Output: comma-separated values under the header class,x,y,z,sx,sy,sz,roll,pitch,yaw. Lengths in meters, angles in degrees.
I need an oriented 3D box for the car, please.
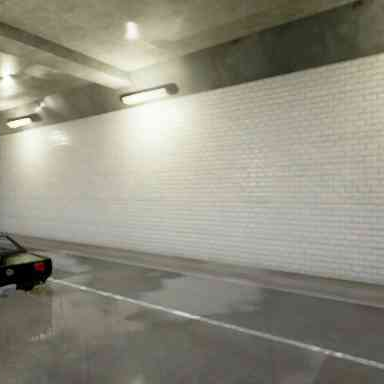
class,x,y,z,sx,sy,sz,roll,pitch,yaw
car,-5.441,1.642,7.875,4.718,1.301,1.895,0,0,36
